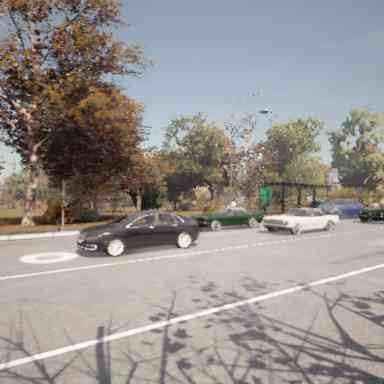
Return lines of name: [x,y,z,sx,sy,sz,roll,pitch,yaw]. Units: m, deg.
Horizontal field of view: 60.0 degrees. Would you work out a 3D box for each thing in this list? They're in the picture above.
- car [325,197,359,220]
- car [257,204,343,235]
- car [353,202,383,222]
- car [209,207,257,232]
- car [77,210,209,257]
car: [12.150,1.316,27.307,4.553,1.767,2.097,0,0,-35]
car: [6.173,1.584,18.797,4.718,1.301,1.895,0,0,-35]
car: [14.275,1.566,24.521,4.718,1.301,1.895,0,0,-35]
car: [2.106,1.587,20.198,4.718,1.301,1.895,0,0,-35]
car: [-1.939,1.504,13.038,4.892,1.490,1.837,0,0,-35]
